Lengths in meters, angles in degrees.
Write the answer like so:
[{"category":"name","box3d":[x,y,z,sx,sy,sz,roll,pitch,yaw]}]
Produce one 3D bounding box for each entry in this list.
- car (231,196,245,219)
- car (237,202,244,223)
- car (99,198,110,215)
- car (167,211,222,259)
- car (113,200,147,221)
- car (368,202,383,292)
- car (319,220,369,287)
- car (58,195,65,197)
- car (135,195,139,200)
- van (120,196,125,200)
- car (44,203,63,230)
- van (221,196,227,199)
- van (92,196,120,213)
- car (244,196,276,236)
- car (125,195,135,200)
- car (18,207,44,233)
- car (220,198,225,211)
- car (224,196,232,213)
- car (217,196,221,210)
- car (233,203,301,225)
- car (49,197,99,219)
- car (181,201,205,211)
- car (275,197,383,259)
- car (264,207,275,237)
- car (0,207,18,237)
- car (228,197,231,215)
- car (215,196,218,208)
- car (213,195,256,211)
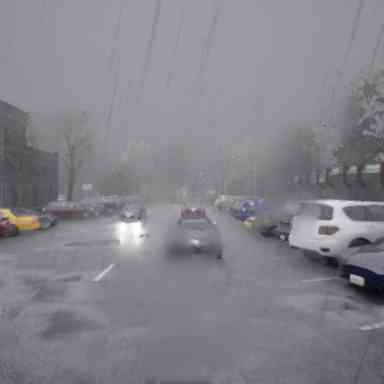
[{"category":"car","box3d":[5.980,1.395,23.315,5.566,2.045,2.435,1,-1,-20]},{"category":"car","box3d":[5.772,1.619,20.214,5.366,1.575,1.946,1,0,-20]},{"category":"car","box3d":[-10.985,1.710,32.885,4.892,1.521,2.231,-1,0,-20]},{"category":"car","box3d":[0.086,1.653,13.077,1.994,1.385,4.181,0,0,0]},{"category":"car","box3d":[-5.087,1.689,29.136,2.128,1.511,4.902,0,0,0]},{"category":"car","box3d":[5.907,1.271,5.158,5.566,2.045,2.435,1,0,-20]},{"category":"car","box3d":[5.903,1.573,8.179,4.792,1.488,2.163,1,0,-20]},{"category":"car","box3d":[-26.628,1.679,66.960,2.435,2.045,5.566,0,0,-19]},{"category":"car","box3d":[-10.947,1.554,47.690,5.566,2.045,2.435,-1,-1,-20]},{"category":"van","box3d":[-11.087,1.542,41.714,4.442,1.987,1.878,-1,0,-20]},{"category":"car","box3d":[-10.975,1.659,21.060,4.792,1.488,2.163,-1,-1,-20]},{"category":"van","box3d":[6.078,1.522,38.458,4.442,1.987,1.878,1,-1,-20]},{"category":"van","box3d":[-11.091,1.523,38.754,4.442,1.987,1.878,-1,0,-20]},{"category":"car","box3d":[5.913,1.353,17.253,5.566,2.045,2.435,1,0,-20]},{"category":"car","box3d":[-10.952,1.534,44.731,5.566,2.045,2.435,-1,-1,-20]},{"category":"car","box3d":[-11.172,1.608,18.014,5.366,1.575,1.946,-1,0,-20]},{"category":"car","box3d":[5.971,1.728,35.389,4.892,1.521,2.231,1,0,-20]},{"category":"car","box3d":[5.924,1.580,32.369,4.553,1.767,2.185,1,-1,-20]},{"category":"car","box3d":[6.006,1.641,41.440,4.553,1.767,2.185,1,0,-20]},{"category":"car","box3d":[5.922,1.695,26.315,4.792,1.488,2.163,1,0,-20]},{"category":"car","box3d":[-11.019,1.564,29.912,4.553,1.767,2.185,-1,-1,-20]},{"category":"car","box3d":[0.108,1.556,30.039,2.097,1.767,4.553,0,0,0]},{"category":"car","box3d":[5.969,1.313,11.225,5.566,2.045,2.435,1,-1,-20]},{"category":"car","box3d":[5.925,1.585,14.244,4.892,1.521,2.231,1,-1,-20]},{"category":"car","box3d":[-11.005,1.589,15.130,5.008,1.535,2.097,-1,0,-20]},{"category":"car","box3d":[5.929,1.560,29.340,4.553,1.767,2.185,1,-1,-20]},{"category":"car","box3d":[5.957,1.534,44.439,5.566,2.045,2.435,1,0,-20]},{"category":"car","box3d":[6.001,1.554,47.499,5.566,2.045,2.435,1,-1,-20]}]
